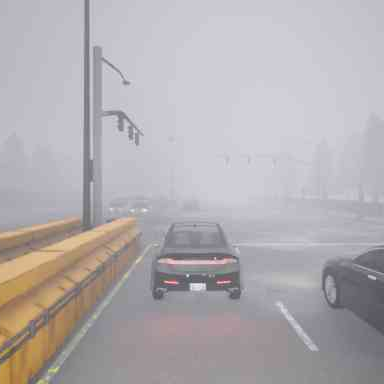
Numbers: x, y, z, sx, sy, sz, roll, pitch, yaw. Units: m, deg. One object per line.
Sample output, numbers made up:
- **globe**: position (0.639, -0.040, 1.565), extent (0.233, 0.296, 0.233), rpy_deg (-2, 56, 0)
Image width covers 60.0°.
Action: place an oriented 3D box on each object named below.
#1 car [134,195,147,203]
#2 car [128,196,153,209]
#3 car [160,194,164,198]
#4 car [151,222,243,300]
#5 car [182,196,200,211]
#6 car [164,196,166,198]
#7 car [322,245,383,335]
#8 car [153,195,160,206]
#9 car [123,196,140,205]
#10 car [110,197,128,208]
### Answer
- **car**: position (-10.583, 1.476, 69.071), extent (1.882, 1.535, 5.008), rpy_deg (0, 0, 0)
- **car**: position (-7.154, 1.351, 46.508), extent (2.097, 1.767, 4.553), rpy_deg (0, 0, 0)
- **car**: position (-7.116, 1.524, 65.796), extent (1.812, 1.442, 4.674), rpy_deg (0, 0, 0)
- **car**: position (0.074, 1.491, 8.401), extent (2.128, 1.511, 4.902), rpy_deg (0, 0, -1)
- **car**: position (-0.065, 1.563, 41.407), extent (1.994, 1.385, 4.181), rpy_deg (0, 0, 4)
- **car**: position (-7.091, 1.353, 75.772), extent (2.097, 1.767, 4.553), rpy_deg (0, 0, 0)
- **car**: position (3.595, 1.505, 4.989), extent (1.837, 1.490, 4.892), rpy_deg (0, 0, 0)
- **car**: position (-7.155, 1.546, 55.982), extent (2.033, 1.411, 5.357), rpy_deg (0, 0, 0)
- **car**: position (-10.647, 1.490, 58.982), extent (2.128, 1.511, 4.902), rpy_deg (0, 0, 0)
- **car**: position (-10.657, 1.546, 49.196), extent (2.033, 1.411, 5.357), rpy_deg (0, 0, 0)
